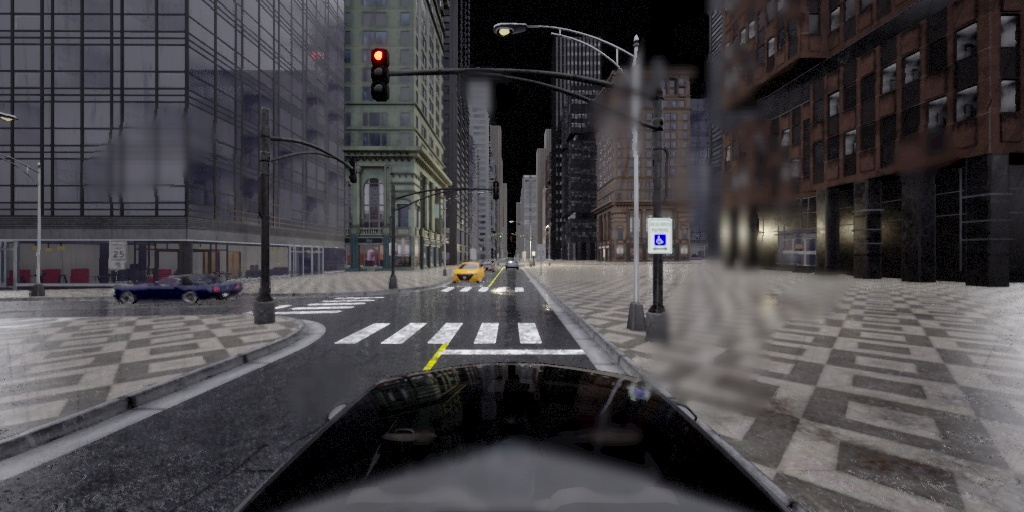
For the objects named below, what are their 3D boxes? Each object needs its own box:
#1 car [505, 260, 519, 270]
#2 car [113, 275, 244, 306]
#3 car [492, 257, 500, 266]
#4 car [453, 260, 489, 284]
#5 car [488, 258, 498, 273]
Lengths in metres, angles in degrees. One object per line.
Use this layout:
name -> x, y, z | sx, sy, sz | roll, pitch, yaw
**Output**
car -> 0.015, 1.325, 53.451 | 1.994, 1.385, 4.181 | 0, 0, 0
car -> -15.553, 1.562, 16.805 | 4.718, 1.301, 1.895 | -1, 0, 2
car -> -2.984, 0.932, 58.652 | 1.994, 1.385, 4.181 | 0, 0, 0
car -> -3.159, 1.227, 27.144 | 1.882, 1.535, 5.008 | 0, 0, 2
car -> -3.080, 1.319, 43.428 | 1.994, 1.385, 4.181 | 0, 0, 0
